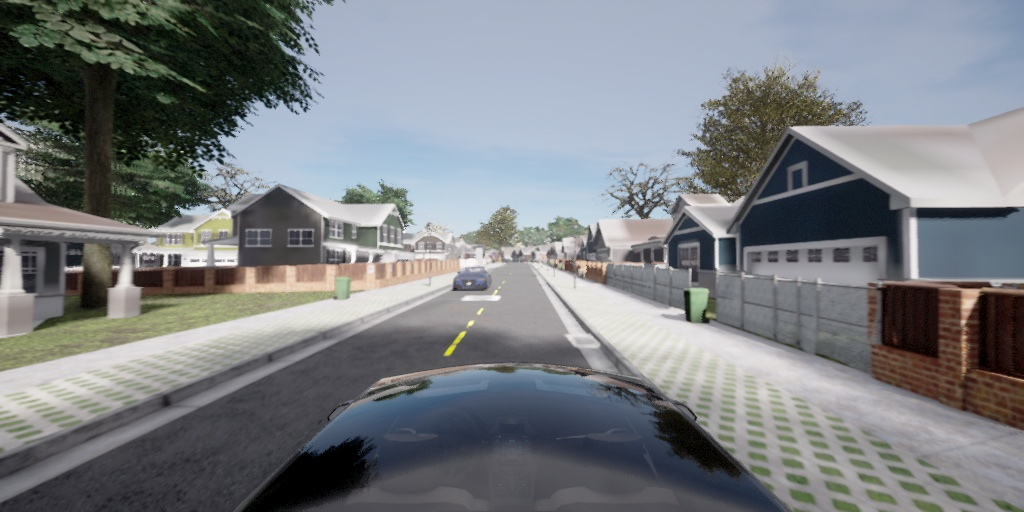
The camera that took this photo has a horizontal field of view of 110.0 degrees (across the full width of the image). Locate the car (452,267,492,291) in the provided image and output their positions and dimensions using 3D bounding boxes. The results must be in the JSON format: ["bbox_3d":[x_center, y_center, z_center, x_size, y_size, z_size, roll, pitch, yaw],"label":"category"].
[{"bbox_3d":[-2.317,1.333,21.683,1.994,1.385,4.181,0,0,2],"label":"car"}]
